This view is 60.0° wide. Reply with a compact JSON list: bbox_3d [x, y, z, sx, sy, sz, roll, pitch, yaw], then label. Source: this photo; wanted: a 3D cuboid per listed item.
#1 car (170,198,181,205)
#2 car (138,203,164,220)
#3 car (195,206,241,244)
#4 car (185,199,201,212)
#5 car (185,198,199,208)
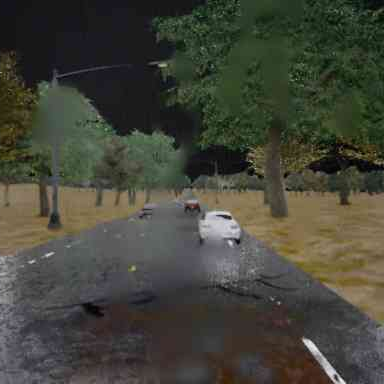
[{"bbox_3d":[-3.507,2.101,71.326,1.837,1.490,4.892,0,-1,0],"label":"car"},{"bbox_3d":[-3.602,1.699,30.287,2.033,1.411,5.357,0,0,0],"label":"car"},{"bbox_3d":[1.224,1.602,16.031,1.812,1.442,4.674,0,0,0],"label":"car"},{"bbox_3d":[0.069,1.696,42.873,1.882,1.535,5.008,0,-1,1],"label":"car"},{"bbox_3d":[-0.005,1.830,54.453,2.128,1.511,4.902,0,-1,0],"label":"car"}]
